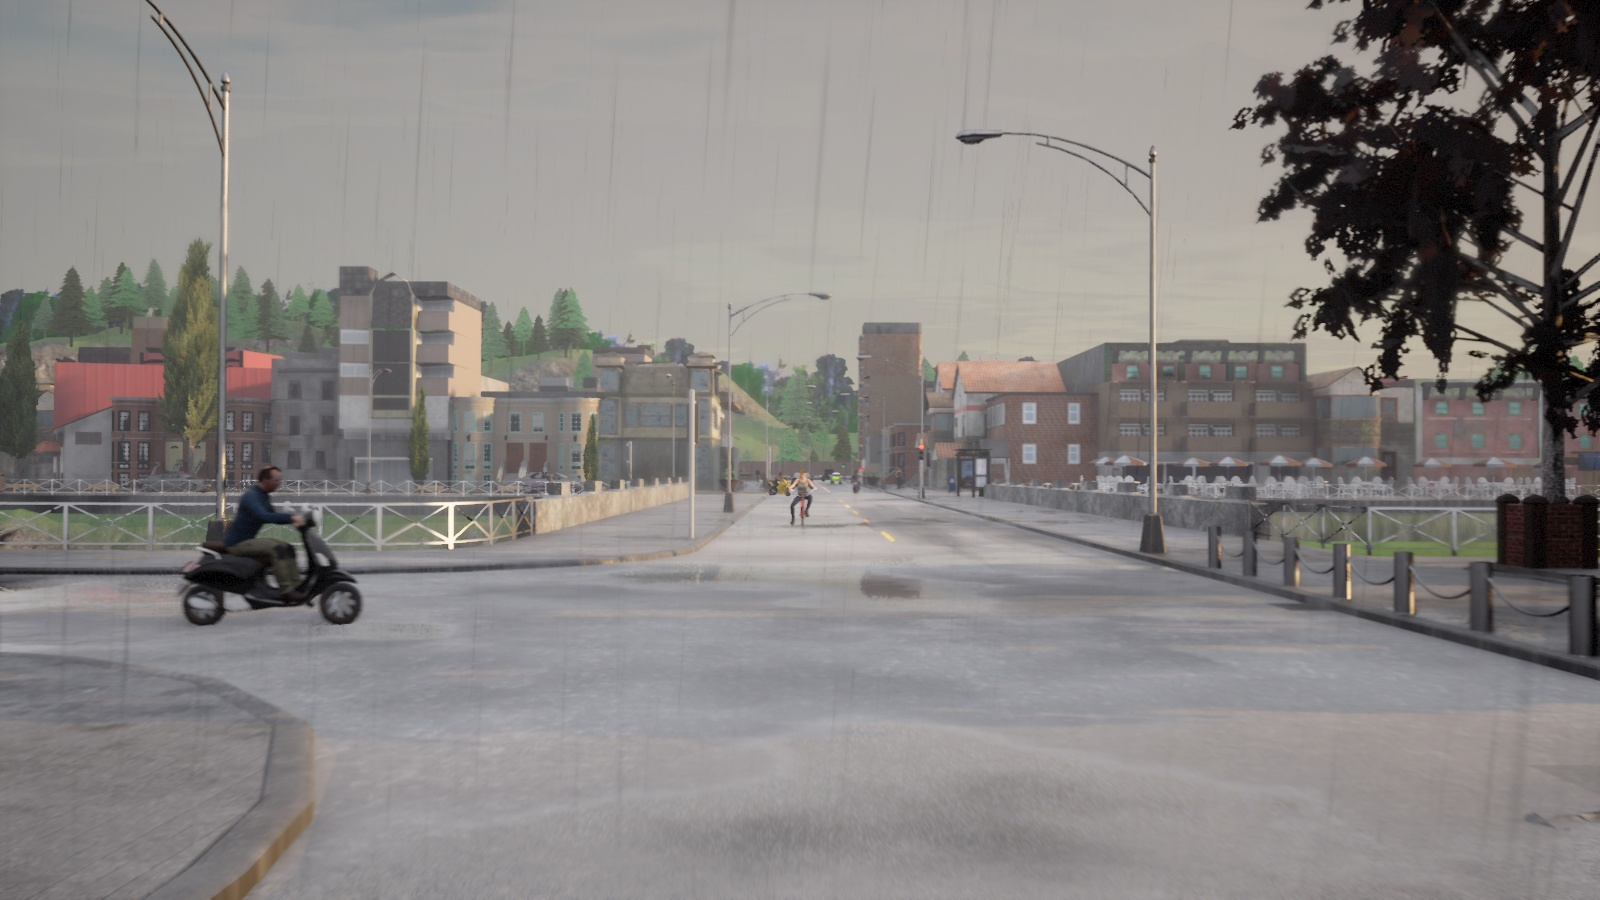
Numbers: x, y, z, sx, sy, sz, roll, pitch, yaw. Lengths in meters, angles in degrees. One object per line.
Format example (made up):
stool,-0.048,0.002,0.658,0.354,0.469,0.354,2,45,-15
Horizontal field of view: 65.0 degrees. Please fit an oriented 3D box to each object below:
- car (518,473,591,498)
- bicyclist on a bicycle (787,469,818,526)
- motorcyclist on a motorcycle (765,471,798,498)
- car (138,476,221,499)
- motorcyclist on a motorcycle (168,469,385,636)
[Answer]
car,-15.246,2.199,78.156,4.193,1.474,1.816,0,-1,0
bicyclist on a bicycle,0.074,1.356,36.141,0.866,1.612,1.509,0,-1,1
motorcyclist on a motorcycle,-1.117,2.063,75.321,0.797,1.523,2.044,-4,1,-41
car,-38.606,2.345,78.190,4.181,1.385,1.994,0,-1,0
motorcyclist on a motorcycle,-5.192,1.000,12.575,1.817,1.590,0.866,0,-2,-5
